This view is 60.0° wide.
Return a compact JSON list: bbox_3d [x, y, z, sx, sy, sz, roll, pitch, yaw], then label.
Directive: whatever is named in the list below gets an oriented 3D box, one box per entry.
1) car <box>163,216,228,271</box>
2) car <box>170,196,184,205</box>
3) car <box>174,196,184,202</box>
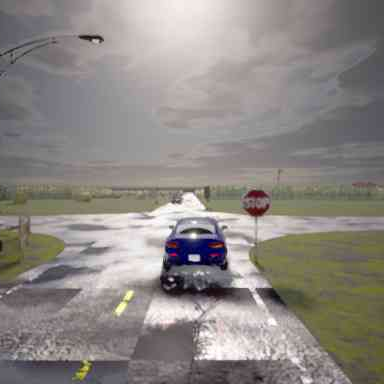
[{"bbox_3d":[0.180,1.516,10.787,1.812,1.442,4.674,0,0,3],"label":"car"},{"bbox_3d":[-2.822,1.483,59.722,1.837,1.490,4.892,0,0,0],"label":"car"},{"bbox_3d":[-2.803,1.524,75.032,2.033,1.411,5.357,0,0,0],"label":"car"}]
